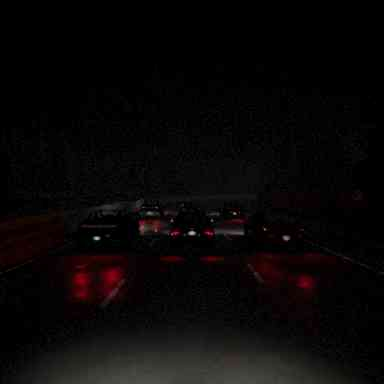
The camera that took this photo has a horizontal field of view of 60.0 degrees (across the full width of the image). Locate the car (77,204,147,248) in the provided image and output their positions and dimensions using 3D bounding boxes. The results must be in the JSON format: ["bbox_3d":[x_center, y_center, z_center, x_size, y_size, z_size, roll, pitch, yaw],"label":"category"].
[{"bbox_3d":[-3.500,1.492,14.650,2.128,1.511,4.902,0,0,0],"label":"car"}]

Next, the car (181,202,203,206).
[{"bbox_3d":[0.000,1.570,29.650,1.994,1.385,4.181,0,0,0],"label":"car"}]

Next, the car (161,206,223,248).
[{"bbox_3d":[0.000,1.560,14.650,2.033,1.411,5.357,0,0,0],"label":"car"}]

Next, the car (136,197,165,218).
[{"bbox_3d":[-3.500,1.492,29.650,2.128,1.511,4.902,0,0,0],"label":"car"}]

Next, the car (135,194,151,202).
[{"bbox_3d":[-11.048,1.332,75.622,2.097,1.767,4.553,0,0,12],"label":"car"}]

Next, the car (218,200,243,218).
[{"bbox_3d":[3.500,1.514,29.650,1.837,1.490,4.892,0,0,0],"label":"car"}]

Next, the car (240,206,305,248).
[{"bbox_3d":[3.500,1.530,14.650,1.812,1.442,4.674,0,0,0],"label":"car"}]

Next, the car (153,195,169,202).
[{"bbox_3d":[-7.147,1.499,76.901,2.128,1.511,4.902,0,0,15],"label":"car"}]
